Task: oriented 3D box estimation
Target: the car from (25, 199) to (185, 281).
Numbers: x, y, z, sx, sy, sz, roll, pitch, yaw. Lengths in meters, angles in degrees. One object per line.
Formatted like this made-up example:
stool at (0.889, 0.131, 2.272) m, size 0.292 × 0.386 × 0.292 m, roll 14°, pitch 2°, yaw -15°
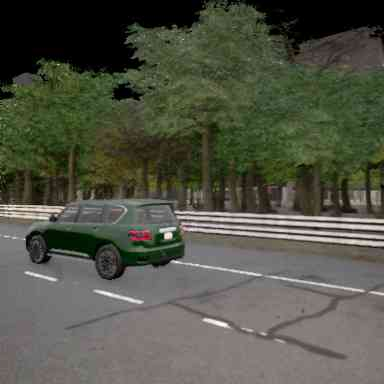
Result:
car at (-2.795, 1.232, 10.168) m, size 5.566 × 2.045 × 2.150 m, roll 0°, pitch 0°, yaw 36°
